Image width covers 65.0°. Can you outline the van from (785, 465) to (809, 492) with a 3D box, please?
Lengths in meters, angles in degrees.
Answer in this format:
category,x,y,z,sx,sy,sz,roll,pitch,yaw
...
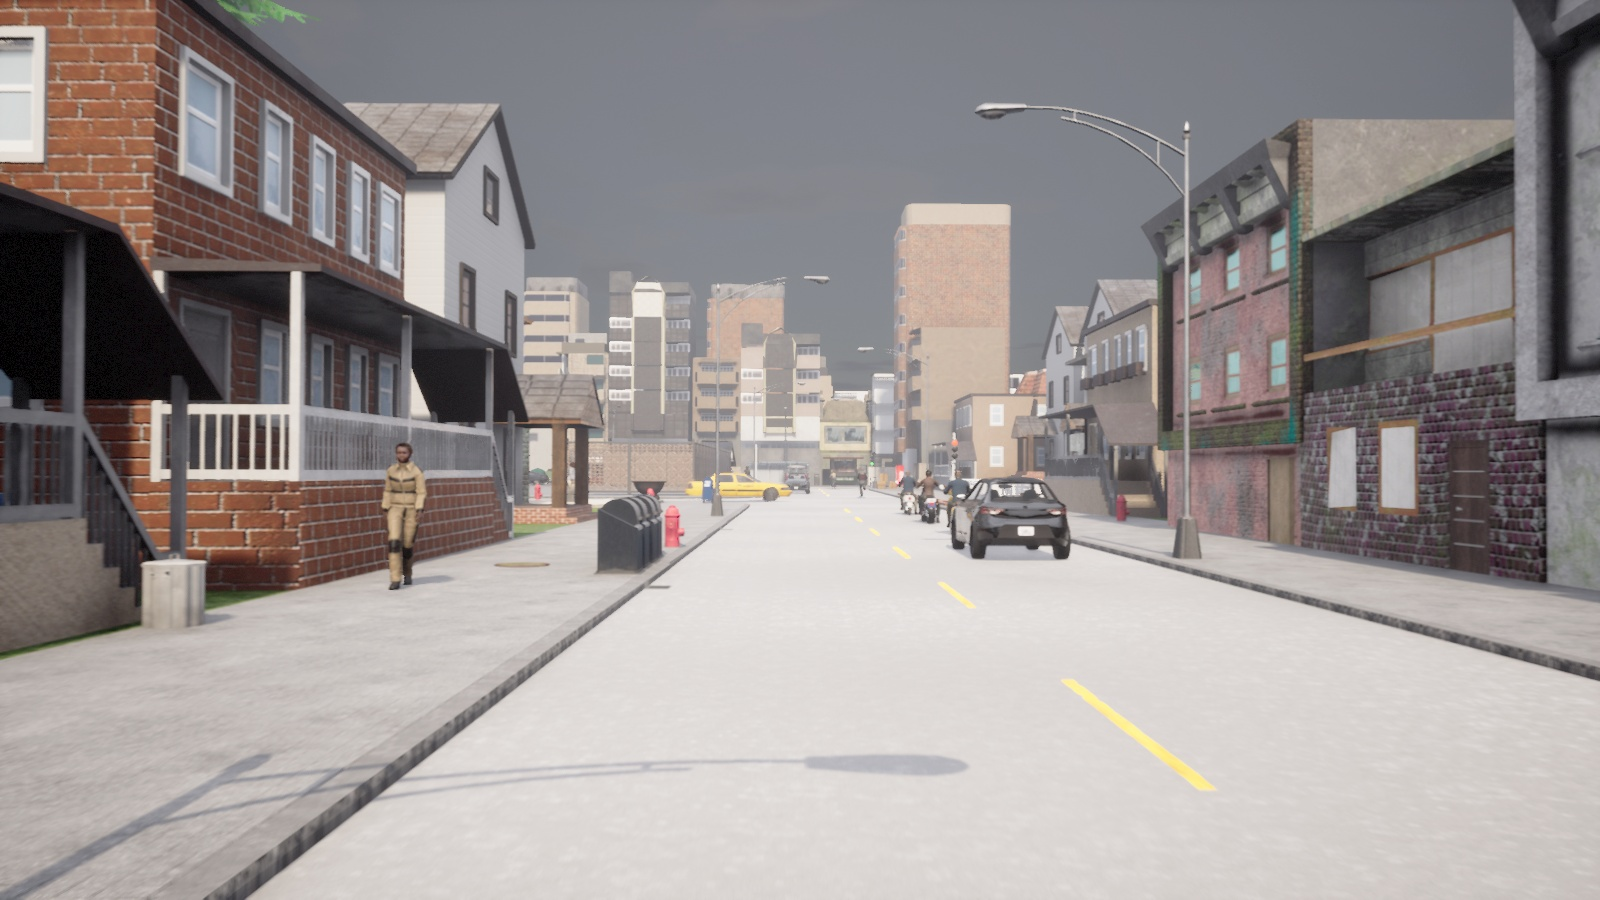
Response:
category,x,y,z,sx,sy,sz,roll,pitch,yaw
van,-0.233,2.165,95.408,1.775,1.987,4.442,0,-1,0

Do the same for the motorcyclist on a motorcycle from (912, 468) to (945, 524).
category,x,y,z,sx,sy,sz,roll,pitch,yaw
motorcyclist on a motorcycle,3.901,1.391,38.327,0.766,1.649,2.350,0,-1,0

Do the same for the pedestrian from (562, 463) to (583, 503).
category,x,y,z,sx,sy,sz,roll,pitch,yaw
pedestrian,-10.763,1.559,59.412,0.900,1.855,0.874,0,-1,-14

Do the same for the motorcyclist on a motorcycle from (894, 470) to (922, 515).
category,x,y,z,sx,sy,sz,roll,pitch,yaw
motorcyclist on a motorcycle,3.894,1.512,45.395,0.866,1.590,1.817,0,-1,0

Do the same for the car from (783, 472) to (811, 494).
category,x,y,z,sx,sy,sz,roll,pitch,yaw
car,-0.178,2.281,86.739,1.816,1.474,4.193,0,-1,1

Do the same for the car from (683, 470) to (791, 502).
category,x,y,z,sx,sy,sz,roll,pitch,yaw
car,-3.212,1.828,63.462,5.366,1.575,1.801,0,-1,-7

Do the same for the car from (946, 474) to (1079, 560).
category,x,y,z,sx,sy,sz,roll,pitch,yaw
car,3.938,1.214,23.973,1.816,1.474,4.193,0,-1,0

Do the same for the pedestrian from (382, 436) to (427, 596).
category,x,y,z,sx,sy,sz,roll,pitch,yaw
pedestrian,-4.872,0.803,15.493,0.396,1.930,0.692,0,-1,-6
